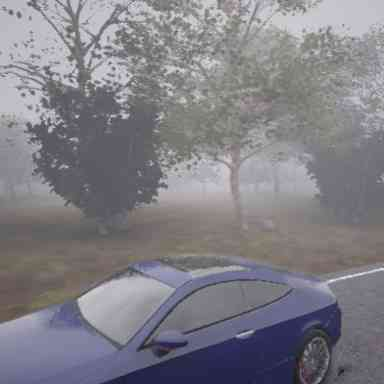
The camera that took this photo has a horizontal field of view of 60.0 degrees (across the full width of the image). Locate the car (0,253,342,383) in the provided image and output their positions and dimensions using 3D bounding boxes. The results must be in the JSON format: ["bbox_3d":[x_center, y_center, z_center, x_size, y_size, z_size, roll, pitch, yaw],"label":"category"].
[{"bbox_3d":[-0.209,1.508,3.702,4.674,1.442,1.812,0,0,-34],"label":"car"}]
